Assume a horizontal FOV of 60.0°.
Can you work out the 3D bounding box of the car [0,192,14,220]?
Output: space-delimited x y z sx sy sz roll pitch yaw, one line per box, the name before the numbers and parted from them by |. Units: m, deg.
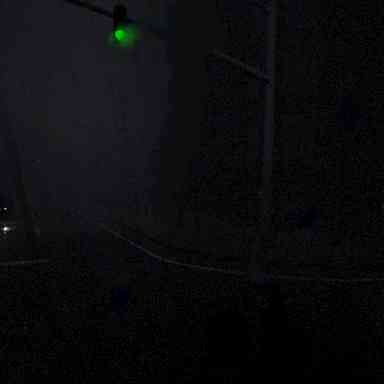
car | -11.896 0.794 19.992 1.837 1.490 4.892 1 2 -26
